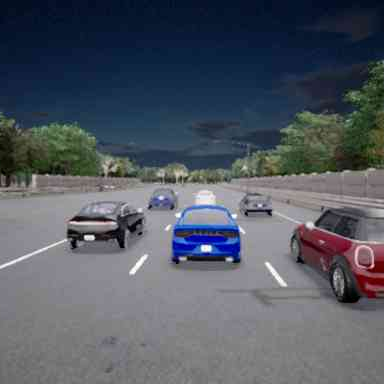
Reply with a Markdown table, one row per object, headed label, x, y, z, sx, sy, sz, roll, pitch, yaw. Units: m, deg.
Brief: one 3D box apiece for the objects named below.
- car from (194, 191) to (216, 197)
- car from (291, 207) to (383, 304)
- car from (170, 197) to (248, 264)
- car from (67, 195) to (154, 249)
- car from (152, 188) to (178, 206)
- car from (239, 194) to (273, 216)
| label | x | y | z | sx | sy | sz | roll | pitch | yaw |
| --- | --- | --- | --- | --- | --- | --- | --- | --- | --- |
| car | 1.185 | 0.620 | 29.699 | 1.812 | 1.442 | 4.674 | 0 | 2 | 2 |
| car | 3.829 | 1.125 | 7.727 | 2.097 | 1.767 | 4.553 | 0 | 2 | 3 |
| car | 0.450 | 1.147 | 10.623 | 1.882 | 1.535 | 5.008 | 0 | 2 | 2 |
| car | -2.978 | 1.089 | 12.410 | 2.128 | 1.511 | 4.902 | 0 | 2 | 2 |
| car | -2.368 | 0.465 | 28.520 | 2.097 | 1.767 | 4.553 | 0 | 2 | 2 |
| car | 4.434 | 0.840 | 23.631 | 2.033 | 1.411 | 5.357 | 0 | 2 | 3 |
